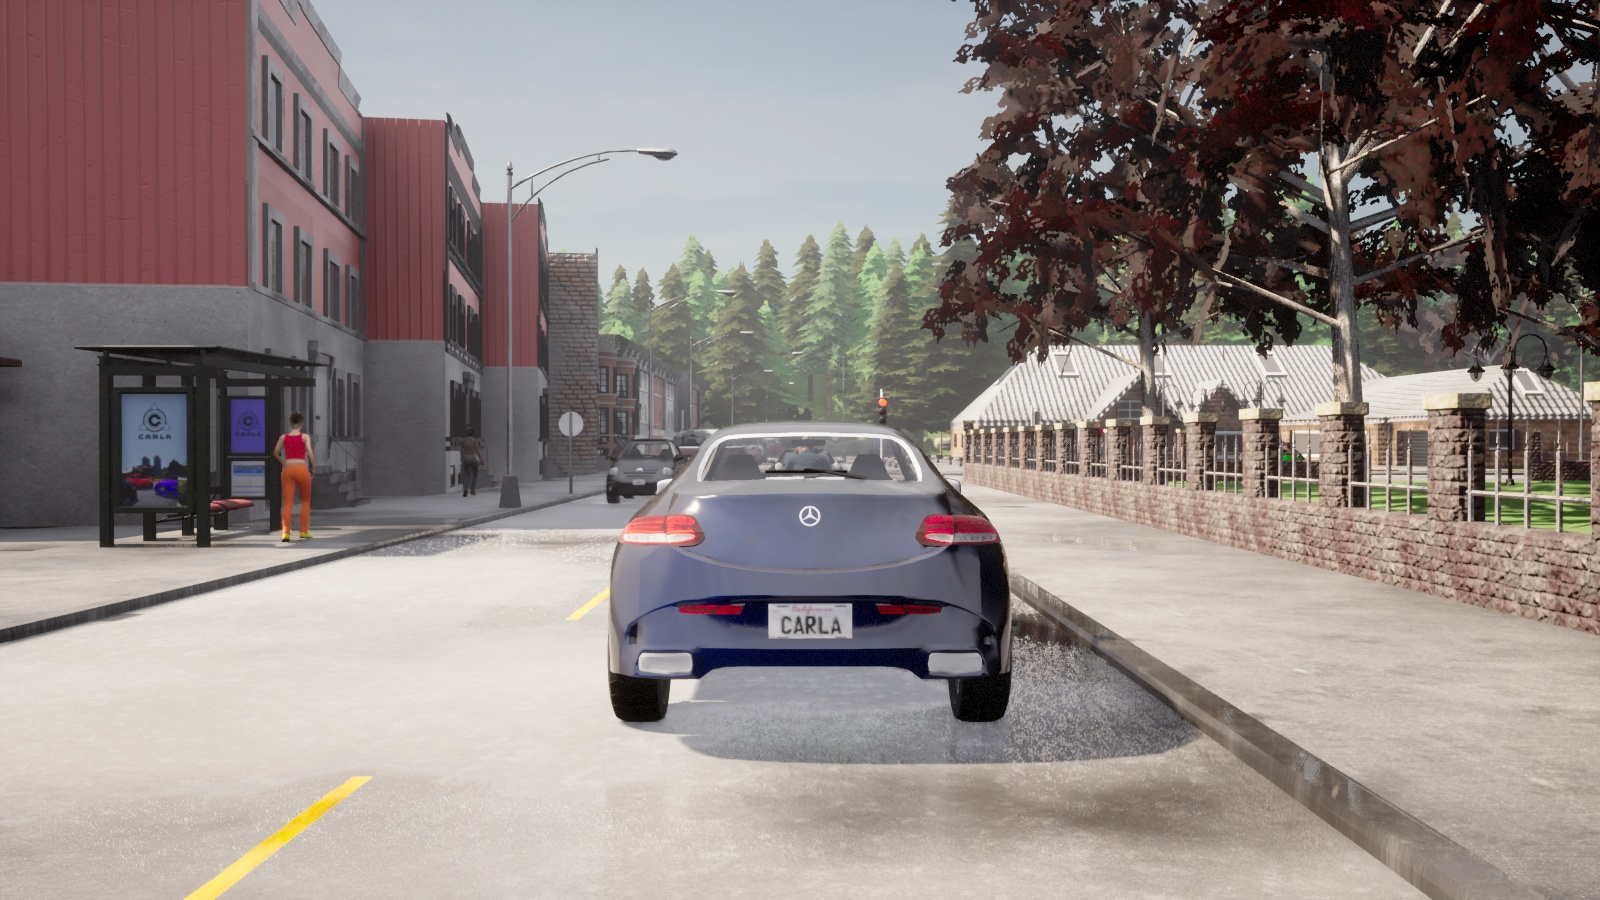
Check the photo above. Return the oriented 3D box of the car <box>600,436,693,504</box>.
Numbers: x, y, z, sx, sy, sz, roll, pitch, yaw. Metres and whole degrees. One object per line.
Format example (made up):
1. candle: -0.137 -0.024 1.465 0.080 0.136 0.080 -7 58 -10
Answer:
1. car: -3.828 0.462 31.821 1.851 1.617 3.988 0 0 0

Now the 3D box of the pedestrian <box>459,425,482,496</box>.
1. pedestrian: -8.561 0.265 32.665 0.328 1.805 0.869 0 0 4

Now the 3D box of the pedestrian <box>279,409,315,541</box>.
1. pedestrian: -7.159 0.347 17.880 0.345 1.836 0.594 0 0 -8

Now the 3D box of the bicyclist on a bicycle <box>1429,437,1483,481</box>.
1. bicyclist on a bicycle: 26.748 0.349 51.210 1.843 1.776 0.659 0 0 -1

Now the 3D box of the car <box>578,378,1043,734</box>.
1. car: 0.057 0.478 8.336 2.152 1.651 5.027 0 0 0

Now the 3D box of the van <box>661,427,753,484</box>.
1. van: -3.424 0.201 47.165 2.069 2.038 4.480 -1 0 15
